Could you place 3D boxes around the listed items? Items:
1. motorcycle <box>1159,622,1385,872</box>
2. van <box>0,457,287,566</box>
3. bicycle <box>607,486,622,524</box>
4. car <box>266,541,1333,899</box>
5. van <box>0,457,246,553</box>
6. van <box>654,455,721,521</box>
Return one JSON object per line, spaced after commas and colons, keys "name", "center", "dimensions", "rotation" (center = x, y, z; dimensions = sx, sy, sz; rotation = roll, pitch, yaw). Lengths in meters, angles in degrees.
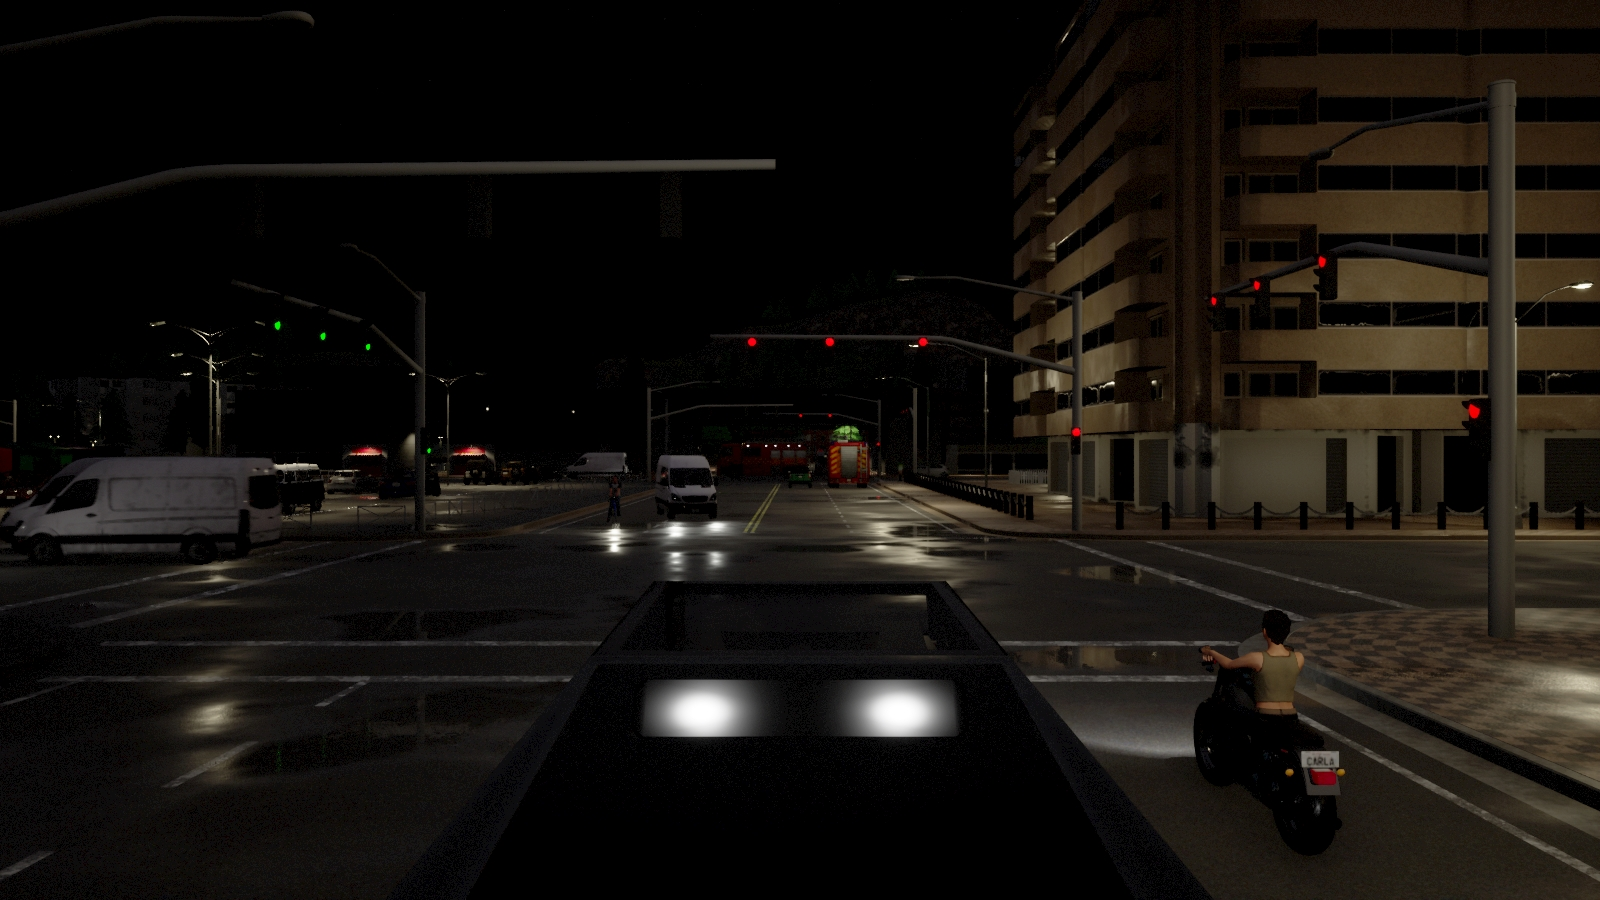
{"name": "motorcycle", "center": [3.502, 2.151, 8.762], "dimensions": [0.764, 1.307, 2.356], "rotation": [0, 0, 0]}
{"name": "van", "center": [-15.992, 1.466, 28.021], "dimensions": [5.915, 2.561, 1.988], "rotation": [0, 0, 0]}
{"name": "bicycle", "center": [-7.113, 2.096, 43.847], "dimensions": [0.373, 1.385, 1.643], "rotation": [0, 0, -1]}
{"name": "car", "center": [0.000, 1.751, 5.696], "dimensions": [2.390, 2.098, 6.274], "rotation": [0, 0, 0]}
{"name": "van", "center": [-18.732, 1.468, 31.506], "dimensions": [5.915, 2.561, 1.988], "rotation": [0, 0, 0]}
{"name": "van", "center": [-4.814, 1.517, 48.008], "dimensions": [1.988, 2.561, 5.915], "rotation": [0, 0, -14]}
